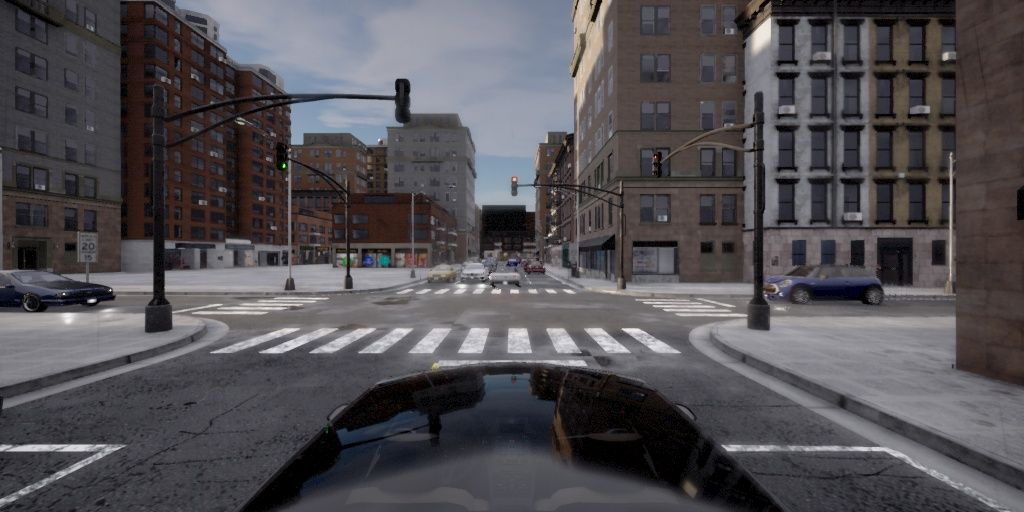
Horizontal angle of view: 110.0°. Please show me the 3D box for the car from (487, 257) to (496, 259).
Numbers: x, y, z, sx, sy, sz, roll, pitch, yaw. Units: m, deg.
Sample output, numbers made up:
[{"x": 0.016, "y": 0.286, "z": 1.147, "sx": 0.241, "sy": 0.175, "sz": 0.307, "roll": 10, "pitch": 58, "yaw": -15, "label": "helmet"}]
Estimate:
[{"x": -2.852, "y": 1.244, "z": 48.095, "sx": 2.128, "sy": 1.511, "sz": 4.902, "roll": 0, "pitch": 0, "yaw": 0, "label": "car"}]

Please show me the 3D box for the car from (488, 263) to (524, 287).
[{"x": -0.425, "y": 1.351, "z": 24.402, "sx": 1.895, "sy": 1.301, "sz": 4.718, "roll": 0, "pitch": 0, "yaw": -1, "label": "car"}]

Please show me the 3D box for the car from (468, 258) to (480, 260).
[{"x": -5.404, "y": 1.302, "z": 45.121, "sx": 2.007, "sy": 1.370, "sz": 4.403, "roll": 0, "pitch": 0, "yaw": 0, "label": "car"}]

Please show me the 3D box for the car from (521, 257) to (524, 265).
[{"x": 2.621, "y": 1.066, "z": 45.124, "sx": 2.192, "sy": 1.841, "sz": 5.009, "roll": 0, "pitch": 0, "yaw": 0, "label": "car"}]

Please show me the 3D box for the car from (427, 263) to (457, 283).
[{"x": -5.397, "y": 1.276, "z": 27.965, "sx": 1.751, "sy": 1.417, "sz": 4.829, "roll": 0, "pitch": 0, "yaw": 0, "label": "car"}]

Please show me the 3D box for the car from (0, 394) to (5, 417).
[{"x": -5.388, "y": 1.300, "z": 1.290, "sx": 2.007, "sy": 1.370, "sz": 4.403, "roll": 0, "pitch": 0, "yaw": 0, "label": "car"}]

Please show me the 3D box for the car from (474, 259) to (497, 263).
[{"x": -2.850, "y": 1.315, "z": 37.899, "sx": 1.994, "sy": 1.385, "sz": 4.181, "roll": 0, "pitch": 0, "yaw": 1, "label": "car"}]

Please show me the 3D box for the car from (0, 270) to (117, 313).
[{"x": -17.807, "y": 1.216, "z": 12.935, "sx": 5.357, "sy": 1.411, "sz": 2.033, "roll": 0, "pitch": 0, "yaw": 0, "label": "car"}]

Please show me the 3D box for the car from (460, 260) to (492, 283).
[{"x": -2.856, "y": 1.276, "z": 28.106, "sx": 1.812, "sy": 1.442, "sz": 4.674, "roll": 0, "pitch": 0, "yaw": 0, "label": "car"}]

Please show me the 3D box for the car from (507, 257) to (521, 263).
[{"x": 0.083, "y": 1.231, "z": 61.565, "sx": 1.882, "sy": 1.535, "sz": 5.008, "roll": 0, "pitch": 0, "yaw": 0, "label": "car"}]

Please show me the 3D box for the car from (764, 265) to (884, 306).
[{"x": 13.454, "y": 1.177, "z": 15.930, "sx": 4.553, "sy": 1.767, "sz": 2.097, "roll": 0, "pitch": 0, "yaw": 0, "label": "car"}]

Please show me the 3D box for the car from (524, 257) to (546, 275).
[{"x": 2.624, "y": 1.191, "z": 39.462, "sx": 1.967, "sy": 1.591, "sz": 4.097, "roll": 0, "pitch": 0, "yaw": 0, "label": "car"}]
